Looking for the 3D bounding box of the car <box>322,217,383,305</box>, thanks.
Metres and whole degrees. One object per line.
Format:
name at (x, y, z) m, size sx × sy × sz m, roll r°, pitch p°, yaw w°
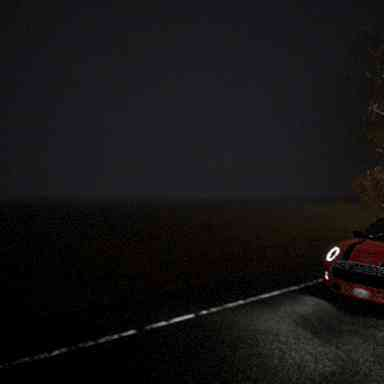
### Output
car at (5.037, 1.336, 7.695) m, size 4.553 × 1.767 × 2.097 m, roll 0°, pitch 0°, yaw -36°
